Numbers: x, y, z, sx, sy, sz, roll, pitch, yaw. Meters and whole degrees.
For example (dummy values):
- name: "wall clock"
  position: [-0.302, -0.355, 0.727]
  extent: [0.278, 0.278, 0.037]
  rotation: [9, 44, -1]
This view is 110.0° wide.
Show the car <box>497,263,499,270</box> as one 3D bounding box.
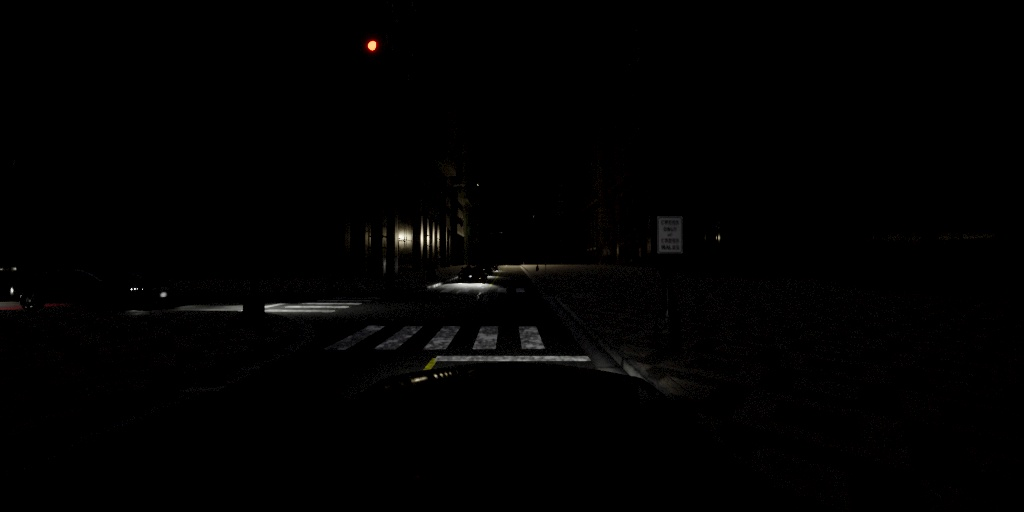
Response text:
- name: "car"
  position: [-2.968, 1.332, 51.888]
  extent: [1.837, 1.490, 4.892]
  rotation: [0, 1, 1]

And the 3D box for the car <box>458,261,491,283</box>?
- name: "car"
  position: [-3.031, 1.327, 28.450]
  extent: [1.994, 1.385, 4.181]
  rotation: [0, 0, 1]

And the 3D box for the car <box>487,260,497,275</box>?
- name: "car"
  position: [-3.016, 1.334, 38.996]
  extent: [2.033, 1.411, 5.357]
  rotation: [0, 0, 0]

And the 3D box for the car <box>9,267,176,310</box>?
- name: "car"
  position: [-15.477, 1.178, 13.412]
  extent: [4.902, 1.511, 2.128]
  rotation: [0, -1, 0]

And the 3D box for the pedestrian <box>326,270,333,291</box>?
- name: "pedestrian"
  position: [-9.968, 0.974, 19.633]
  extent: [0.375, 1.860, 0.375]
  rotation: [0, -1, 0]
